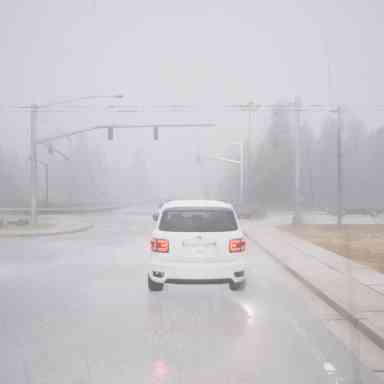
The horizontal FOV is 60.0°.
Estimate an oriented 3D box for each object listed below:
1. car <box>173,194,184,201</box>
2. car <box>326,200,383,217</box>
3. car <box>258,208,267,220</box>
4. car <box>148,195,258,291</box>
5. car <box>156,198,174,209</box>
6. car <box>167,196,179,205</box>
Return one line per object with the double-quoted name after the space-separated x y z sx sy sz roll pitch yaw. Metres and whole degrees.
-3.090 1.350 77.530 2.128 1.511 4.902 0 0 2 "car"
14.898 1.518 30.544 4.902 1.511 2.128 0 0 1 "car"
4.001 1.581 27.213 4.181 1.385 1.994 0 0 12 "car"
0.067 1.218 9.137 2.150 2.045 5.566 0 0 -2 "car"
-3.591 1.547 45.790 2.033 1.411 5.357 0 0 0 "car"
-3.508 1.506 61.803 1.837 1.490 4.892 0 0 1 "car"
